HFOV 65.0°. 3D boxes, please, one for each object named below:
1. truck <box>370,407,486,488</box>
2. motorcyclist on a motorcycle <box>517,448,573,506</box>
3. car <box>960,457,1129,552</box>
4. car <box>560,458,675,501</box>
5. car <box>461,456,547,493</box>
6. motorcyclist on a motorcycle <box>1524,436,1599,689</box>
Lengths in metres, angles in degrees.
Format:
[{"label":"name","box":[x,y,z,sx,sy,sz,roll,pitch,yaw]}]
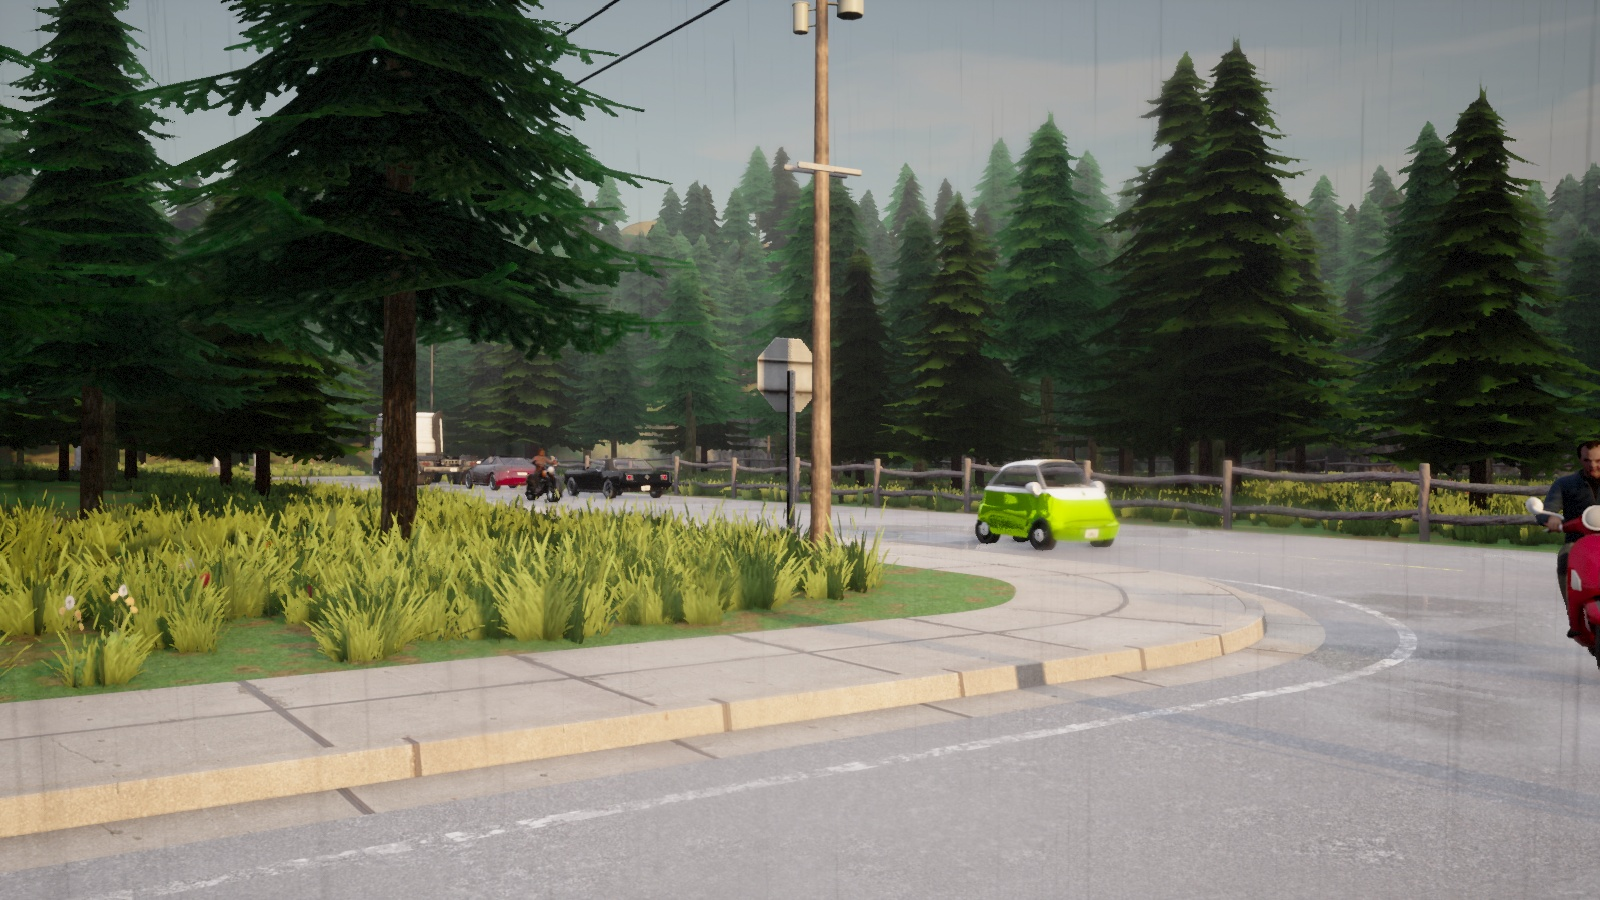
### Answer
[{"label":"truck","box":[-17.312,-0.085,58.062,2.891,3.462,7.936,0,0,-34]},{"label":"motorcyclist on a motorcycle","box":[-7.547,0.775,37.087,0.766,1.649,2.350,0,0,-34]},{"label":"car","box":[3.792,0.806,19.626,1.481,1.376,2.207,0,0,-32]},{"label":"car","box":[-6.036,0.932,41.131,1.895,1.301,4.718,0,0,-34]},{"label":"car","box":[-11.763,0.929,49.735,1.994,1.385,4.181,0,0,-34]},{"label":"motorcyclist on a motorcycle","box":[5.544,0.702,8.651,0.866,1.590,1.817,-3,-1,29]}]
